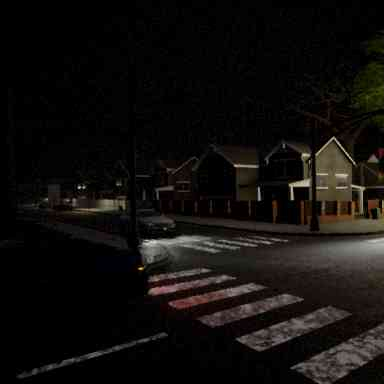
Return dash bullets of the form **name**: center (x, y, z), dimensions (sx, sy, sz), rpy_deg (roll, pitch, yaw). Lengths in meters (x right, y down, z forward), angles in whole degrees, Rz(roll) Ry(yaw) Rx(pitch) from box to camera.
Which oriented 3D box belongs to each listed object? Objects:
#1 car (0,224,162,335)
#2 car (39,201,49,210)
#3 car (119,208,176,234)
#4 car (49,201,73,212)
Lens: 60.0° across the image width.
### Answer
- **car**: center (-2.962, 1.525, 5.569), dimensions (4.674, 1.442, 1.812), rpy_deg (0, 0, -35)
- **car**: center (-24.231, 2.185, 55.540), dimensions (1.994, 1.385, 4.181), rpy_deg (-1, 0, -35)
- **car**: center (-2.798, 1.717, 19.744), dimensions (1.812, 1.442, 4.674), rpy_deg (-1, 0, -35)
- **car**: center (-18.257, 1.984, 47.009), dimensions (2.128, 1.511, 4.902), rpy_deg (-1, 0, -34)
